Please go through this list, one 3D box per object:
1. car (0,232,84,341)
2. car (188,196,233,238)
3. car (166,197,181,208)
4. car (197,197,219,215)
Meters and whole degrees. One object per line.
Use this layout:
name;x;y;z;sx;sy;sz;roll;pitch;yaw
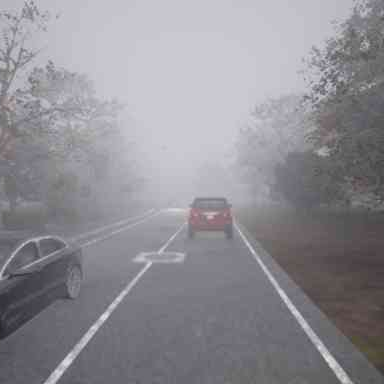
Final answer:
car;-3.398;1.497;5.587;2.128;1.511;4.902;0;0;2
car;0.972;1.236;17.882;2.150;2.045;5.566;0;0;3
car;-2.675;1.523;48.370;2.128;1.511;4.902;1;0;-6
car;1.646;1.396;34.986;2.097;1.767;4.553;0;0;0
